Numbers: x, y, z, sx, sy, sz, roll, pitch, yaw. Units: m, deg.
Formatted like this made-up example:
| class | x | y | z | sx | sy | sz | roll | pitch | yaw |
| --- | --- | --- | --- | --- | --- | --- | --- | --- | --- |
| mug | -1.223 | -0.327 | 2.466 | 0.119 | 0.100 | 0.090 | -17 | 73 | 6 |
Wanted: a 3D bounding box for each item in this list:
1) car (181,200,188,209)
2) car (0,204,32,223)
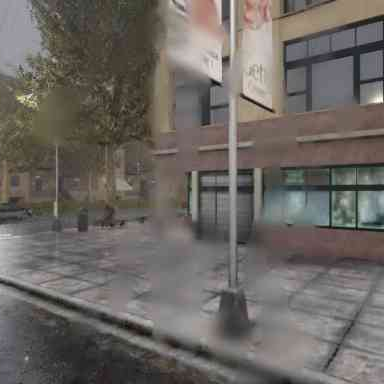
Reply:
| class | x | y | z | sx | sy | sz | roll | pitch | yaw |
| --- | --- | --- | --- | --- | --- | --- | --- | --- | --- |
| car | 0.555 | 1.477 | 43.602 | 1.882 | 1.535 | 5.008 | 0 | 0 | 36 |
| car | -13.822 | 1.564 | 23.930 | 1.994 | 1.385 | 4.181 | 0 | 0 | 38 |
